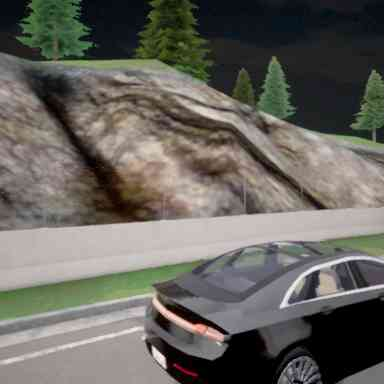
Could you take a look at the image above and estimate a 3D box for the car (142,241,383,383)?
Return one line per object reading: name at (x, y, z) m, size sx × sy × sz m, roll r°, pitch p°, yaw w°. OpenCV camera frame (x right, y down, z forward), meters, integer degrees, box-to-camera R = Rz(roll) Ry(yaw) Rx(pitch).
car at (1.758, 1.450, 4.606) m, size 4.902 × 1.511 × 2.128 m, roll 0°, pitch 0°, yaw -30°
